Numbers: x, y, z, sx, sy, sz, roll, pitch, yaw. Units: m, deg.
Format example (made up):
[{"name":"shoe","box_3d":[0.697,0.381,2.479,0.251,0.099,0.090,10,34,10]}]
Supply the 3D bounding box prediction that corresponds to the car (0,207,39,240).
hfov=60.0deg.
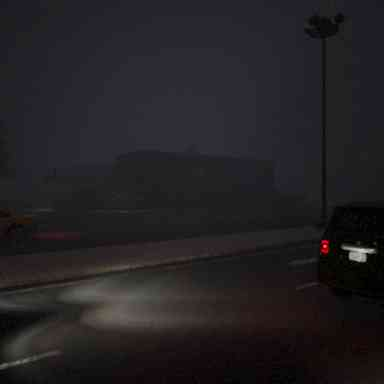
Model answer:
[{"name":"car","box_3d":[-9.843,1.477,15.388,5.008,1.535,1.882,0,0,-35]}]

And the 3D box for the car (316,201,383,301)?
[{"name":"car","box_3d":[5.077,1.223,7.368,5.566,2.045,2.150,0,0,-35]}]
